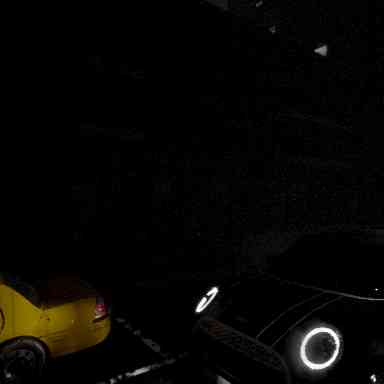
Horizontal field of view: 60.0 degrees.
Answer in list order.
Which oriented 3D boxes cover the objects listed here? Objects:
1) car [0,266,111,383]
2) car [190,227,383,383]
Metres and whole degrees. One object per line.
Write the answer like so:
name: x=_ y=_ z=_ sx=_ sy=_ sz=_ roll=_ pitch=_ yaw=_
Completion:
car: x=-3.385 y=1.525 z=3.659 sx=4.829 sy=1.417 sz=1.752 roll=0 pitch=2 yaw=-35
car: x=2.179 y=1.355 z=4.621 sx=4.553 sy=1.767 sz=2.097 roll=0 pitch=0 yaw=-35
